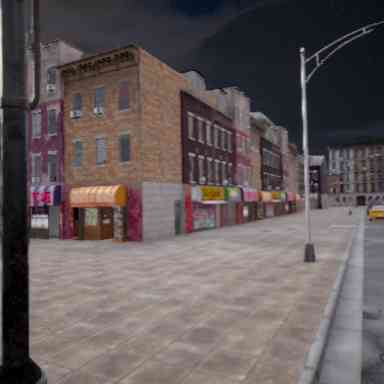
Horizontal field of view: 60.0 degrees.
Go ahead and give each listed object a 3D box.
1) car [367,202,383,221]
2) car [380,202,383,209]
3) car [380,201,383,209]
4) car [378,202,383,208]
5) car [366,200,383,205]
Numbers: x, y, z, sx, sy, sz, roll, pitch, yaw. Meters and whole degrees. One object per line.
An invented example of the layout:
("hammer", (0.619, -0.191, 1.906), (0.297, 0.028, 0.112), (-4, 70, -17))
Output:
("car", (19.535, 2.164, 34.590), (1.882, 1.535, 5.008), (-2, -2, 28))
("car", (43.579, 2.990, 75.151), (1.752, 1.417, 4.829), (-2, -2, 27))
("car", (40.969, 2.801, 70.147), (1.967, 1.590, 4.097), (-2, -2, 27))
("car", (46.029, 3.114, 79.855), (2.008, 1.369, 4.403), (-2, -2, 27))
("car", (24.908, 2.125, 44.993), (2.150, 2.045, 5.566), (-2, -2, 28))
